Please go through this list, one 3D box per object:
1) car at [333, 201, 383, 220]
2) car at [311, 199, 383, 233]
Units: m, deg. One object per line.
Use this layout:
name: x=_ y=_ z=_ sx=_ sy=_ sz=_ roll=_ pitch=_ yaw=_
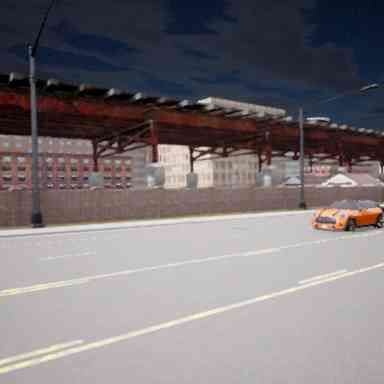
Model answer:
car: x=13.450 y=1.400 z=26.407 sx=4.718 sy=1.301 sz=1.895 roll=-1 pitch=0 yaw=-35
car: x=8.809 y=1.213 z=18.822 sx=4.553 sy=1.767 sz=2.097 roll=-1 pitch=0 yaw=-35
